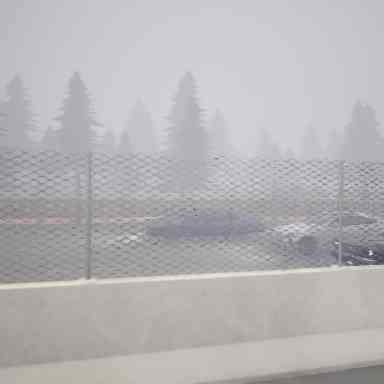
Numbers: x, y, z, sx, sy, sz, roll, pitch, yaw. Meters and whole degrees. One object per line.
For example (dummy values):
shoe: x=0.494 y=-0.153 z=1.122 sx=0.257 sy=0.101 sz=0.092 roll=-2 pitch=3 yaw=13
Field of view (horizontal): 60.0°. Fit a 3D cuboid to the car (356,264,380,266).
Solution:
car: x=6.347 y=1.570 z=9.126 sx=4.718 sy=1.301 sz=1.895 roll=1 pitch=1 yaw=-9
